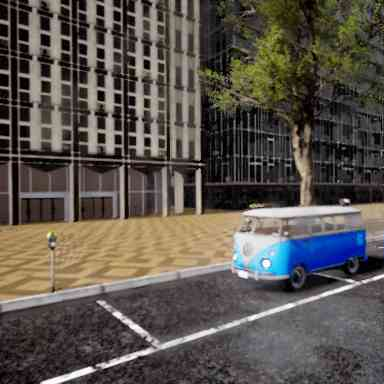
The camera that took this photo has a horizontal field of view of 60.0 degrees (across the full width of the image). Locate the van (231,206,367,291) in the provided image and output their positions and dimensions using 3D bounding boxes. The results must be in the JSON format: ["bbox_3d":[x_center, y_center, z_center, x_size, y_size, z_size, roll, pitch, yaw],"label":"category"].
[{"bbox_3d":[2.847,1.287,8.594,3.998,1.788,1.690,-1,0,-36],"label":"van"}]
